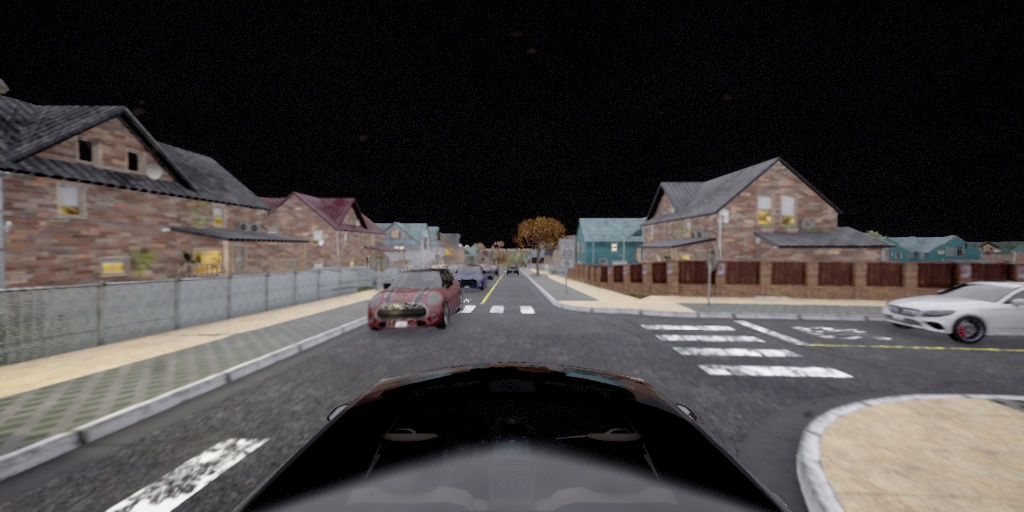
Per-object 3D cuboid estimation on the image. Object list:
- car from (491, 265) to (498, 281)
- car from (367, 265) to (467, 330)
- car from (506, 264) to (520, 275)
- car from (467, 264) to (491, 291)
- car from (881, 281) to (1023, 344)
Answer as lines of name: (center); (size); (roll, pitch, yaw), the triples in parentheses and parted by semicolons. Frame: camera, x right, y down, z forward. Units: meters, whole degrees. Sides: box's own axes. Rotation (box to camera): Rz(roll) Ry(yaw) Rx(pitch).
car: (-2.838, 1.809, 37.806); (2.033, 1.411, 5.357); (0, -1, 0)
car: (-2.886, 1.185, 11.528); (2.097, 1.767, 4.553); (-2, 0, 0)
car: (0.109, 2.022, 52.046); (1.837, 1.490, 4.892); (0, -1, 0)
car: (-2.843, 1.409, 24.957); (2.097, 1.767, 4.553); (0, -1, 0)
car: (12.585, 1.384, 9.218); (4.674, 1.442, 1.812); (0, 1, 8)
